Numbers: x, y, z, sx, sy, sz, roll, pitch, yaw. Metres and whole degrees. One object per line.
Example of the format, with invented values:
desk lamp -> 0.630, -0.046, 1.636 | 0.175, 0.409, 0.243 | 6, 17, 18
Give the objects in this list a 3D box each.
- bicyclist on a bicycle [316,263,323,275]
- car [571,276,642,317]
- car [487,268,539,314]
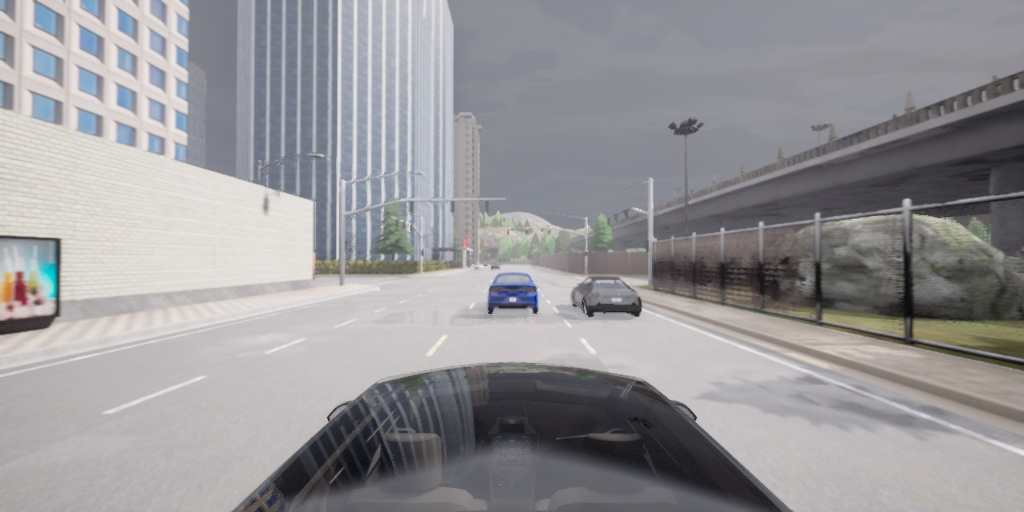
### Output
bicyclist on a bicycle -> -25.288, 1.694, 47.077 | 0.582, 1.620, 1.656 | 0, 0, 0
car -> 3.549, 1.475, 14.107 | 1.994, 1.385, 4.181 | 0, -1, 1
car -> 0.055, 1.398, 14.814 | 1.882, 1.535, 5.008 | 0, -1, 1
